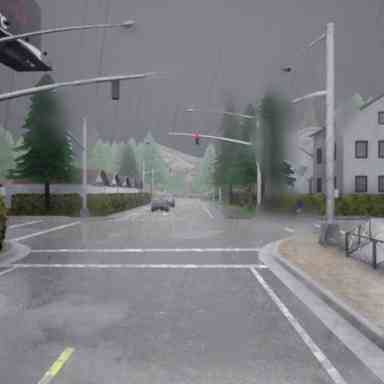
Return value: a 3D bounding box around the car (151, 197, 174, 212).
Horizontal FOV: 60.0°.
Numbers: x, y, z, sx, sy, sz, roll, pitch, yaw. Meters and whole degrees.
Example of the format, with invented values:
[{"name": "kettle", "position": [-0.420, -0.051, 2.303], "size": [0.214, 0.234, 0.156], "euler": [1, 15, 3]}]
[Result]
[{"name": "car", "position": [-3.553, 1.538, 38.420], "size": [2.033, 1.411, 5.357], "euler": [0, 0, 0]}]
